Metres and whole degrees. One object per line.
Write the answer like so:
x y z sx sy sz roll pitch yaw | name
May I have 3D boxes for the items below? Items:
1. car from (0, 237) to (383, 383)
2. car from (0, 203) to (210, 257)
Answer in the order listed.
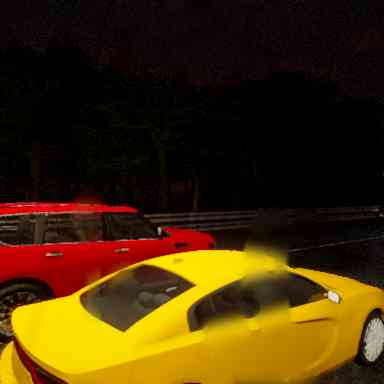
0.517 1.496 4.125 5.008 1.535 1.882 0 0 -36 | car
-1.926 1.237 6.679 5.566 2.045 2.150 0 0 -36 | car
